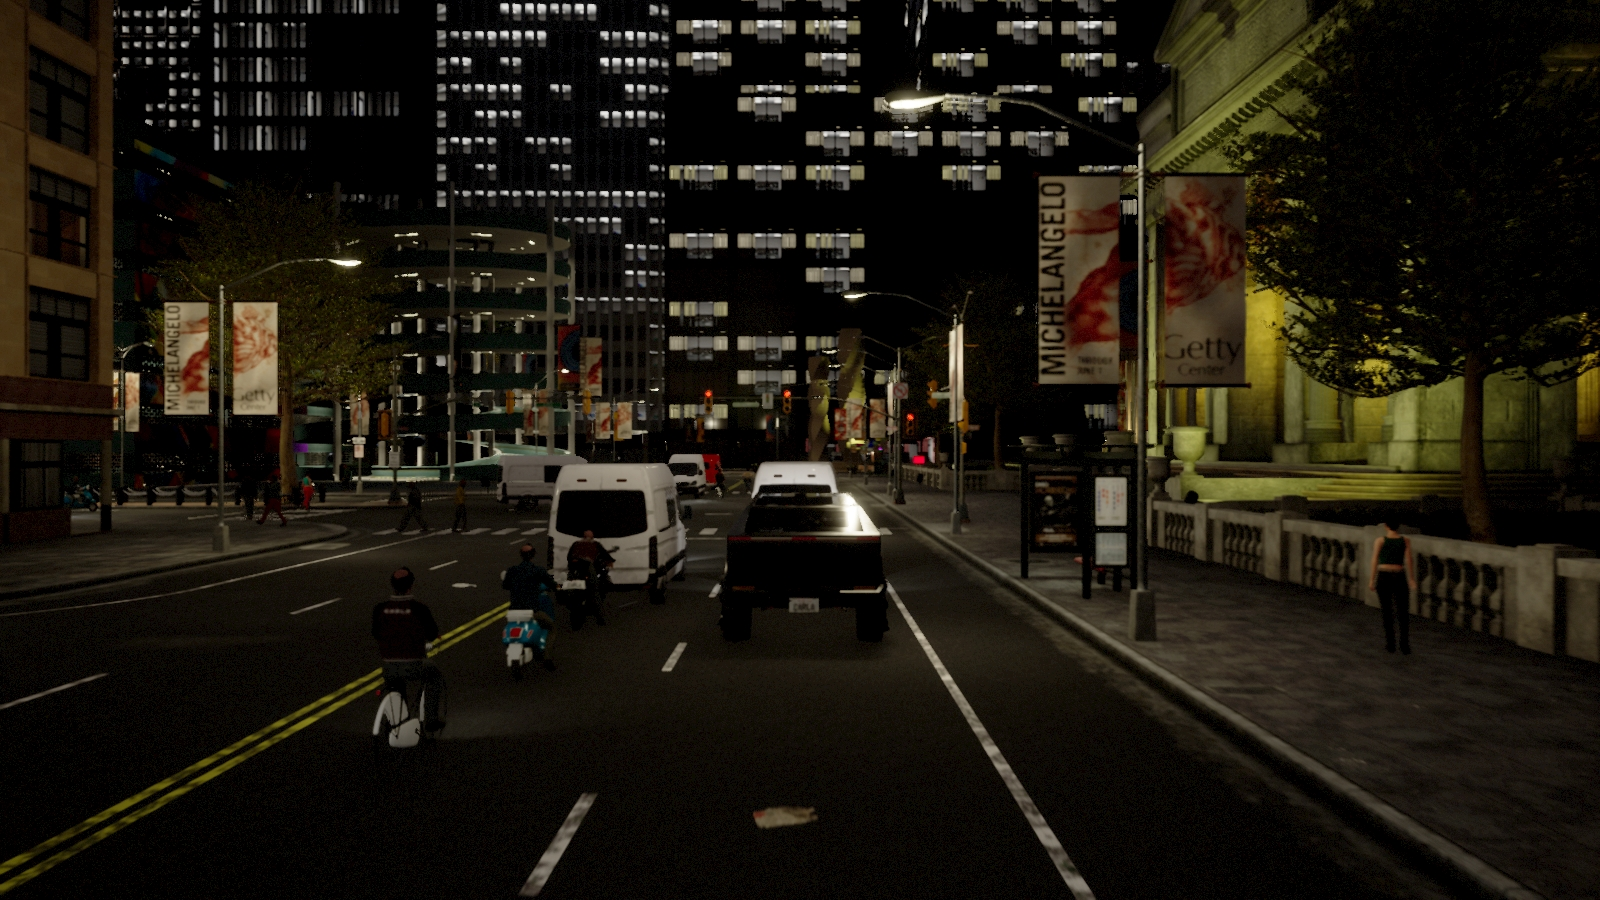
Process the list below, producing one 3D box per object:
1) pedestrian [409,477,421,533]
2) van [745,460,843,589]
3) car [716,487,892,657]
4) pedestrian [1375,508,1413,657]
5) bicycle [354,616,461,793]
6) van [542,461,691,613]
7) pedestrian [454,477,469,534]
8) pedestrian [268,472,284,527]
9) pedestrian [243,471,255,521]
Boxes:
[{"bbox_3d":[-13.031,1.848,38.669,0.375,1.860,0.375,0,0,-15],"label":"pedestrian"},{"bbox_3d":[-0.028,1.534,26.160,1.988,2.561,5.915,0,0,2],"label":"van"},{"bbox_3d":[0.060,1.753,18.600,2.390,2.098,6.274,0,0,0],"label":"car"},{"bbox_3d":[7.676,1.697,14.772,0.375,1.860,0.375,0,0,18],"label":"pedestrian"},{"bbox_3d":[-3.477,2.210,10.248,0.329,1.171,1.835,0,0,0],"label":"bicycle"},{"bbox_3d":[-3.443,1.534,22.625,1.988,2.561,5.915,0,0,0],"label":"van"},{"bbox_3d":[-11.275,1.848,38.050,0.375,1.860,0.375,0,0,3],"label":"pedestrian"},{"bbox_3d":[-17.931,1.696,39.130,0.375,1.860,0.375,0,0,-1],"label":"pedestrian"},{"bbox_3d":[-21.004,1.745,43.562,0.375,1.860,0.375,0,0,-17],"label":"pedestrian"}]
